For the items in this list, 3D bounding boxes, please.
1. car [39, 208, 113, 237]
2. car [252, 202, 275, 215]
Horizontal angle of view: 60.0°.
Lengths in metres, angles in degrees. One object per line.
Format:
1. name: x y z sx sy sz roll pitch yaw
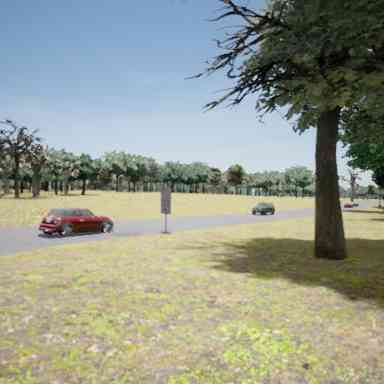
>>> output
1. car: -7.264 1.811 21.429 2.097 1.767 4.553 1 -1 35
2. car: 11.855 2.715 54.881 2.150 2.045 5.566 1 -1 35
